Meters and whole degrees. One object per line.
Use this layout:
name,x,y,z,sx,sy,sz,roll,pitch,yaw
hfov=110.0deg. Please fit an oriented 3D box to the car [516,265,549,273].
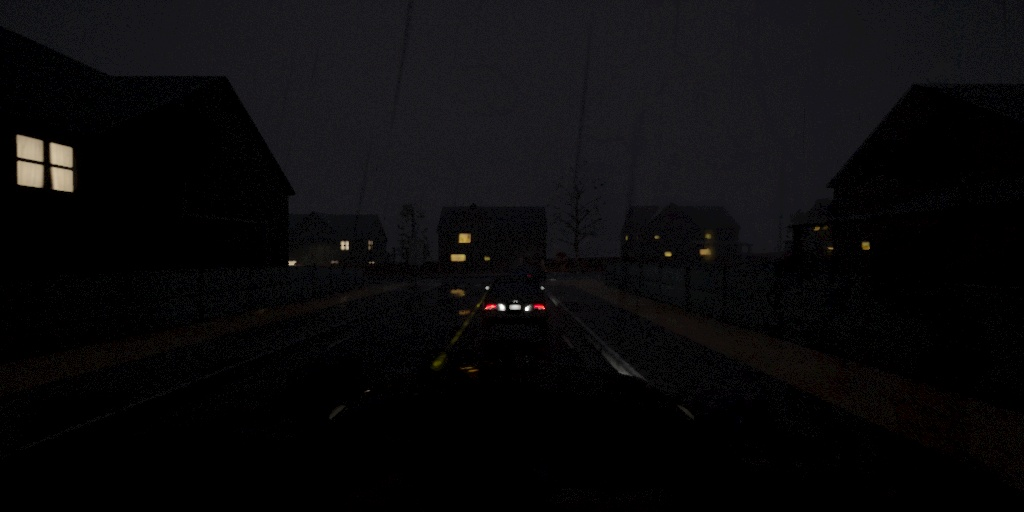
car,1.367,1.372,26.420,2.033,1.411,5.357,-1,0,19

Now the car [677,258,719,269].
car,16.129,0.921,32.657,4.892,1.490,1.837,-1,1,0

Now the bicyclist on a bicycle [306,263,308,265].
bicyclist on a bicycle,-20.195,1.543,35.473,0.582,1.620,1.656,-1,1,0

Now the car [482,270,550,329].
car,0.089,1.329,11.386,2.033,1.411,5.357,0,0,0
